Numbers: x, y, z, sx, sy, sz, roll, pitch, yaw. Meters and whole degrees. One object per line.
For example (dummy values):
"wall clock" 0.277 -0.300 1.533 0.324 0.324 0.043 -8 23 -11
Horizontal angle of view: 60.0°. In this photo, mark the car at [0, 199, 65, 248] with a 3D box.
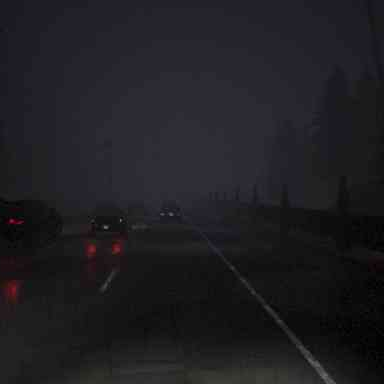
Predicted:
"car" -7.881 1.337 15.490 2.150 2.045 5.566 0 0 -4

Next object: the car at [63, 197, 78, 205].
"car" -26.463 1.886 72.566 2.097 1.767 4.553 0 0 -4

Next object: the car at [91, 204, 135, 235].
"car" -4.701 1.668 19.746 1.812 1.442 4.674 0 0 -4

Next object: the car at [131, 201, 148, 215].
"car" -6.082 1.746 37.581 1.882 1.535 5.008 0 -1 -4

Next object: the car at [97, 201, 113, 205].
"car" -9.541 1.770 36.906 1.837 1.490 4.892 0 -1 -4

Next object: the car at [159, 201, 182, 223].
"car" -1.791 1.742 27.549 2.033 1.411 5.357 0 0 -4
